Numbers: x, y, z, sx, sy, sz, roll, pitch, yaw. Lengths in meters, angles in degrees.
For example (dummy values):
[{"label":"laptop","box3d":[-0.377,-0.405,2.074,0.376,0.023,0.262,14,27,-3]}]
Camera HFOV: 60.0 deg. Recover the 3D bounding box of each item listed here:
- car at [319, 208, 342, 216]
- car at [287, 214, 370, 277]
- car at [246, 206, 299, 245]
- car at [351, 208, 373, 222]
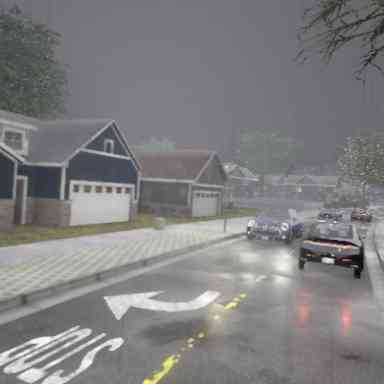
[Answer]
[{"label":"car","box3d":[15.443,2.464,37.087,1.994,1.385,4.181,4,1,32]},{"label":"car","box3d":[4.896,1.791,11.608,2.128,1.511,4.902,4,0,25]},{"label":"car","box3d":[4.427,1.604,17.370,2.097,1.767,4.553,4,0,27]},{"label":"car","box3d":[19.256,2.631,37.748,2.128,1.511,4.902,4,1,32]}]
